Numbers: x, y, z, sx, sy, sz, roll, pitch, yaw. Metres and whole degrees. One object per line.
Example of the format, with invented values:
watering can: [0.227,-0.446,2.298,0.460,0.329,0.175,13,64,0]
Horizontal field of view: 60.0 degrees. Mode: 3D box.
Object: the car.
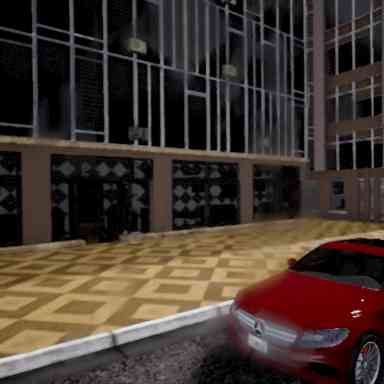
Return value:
car: [2.670,1.523,5.261,4.674,1.442,1.812,0,0,-35]
